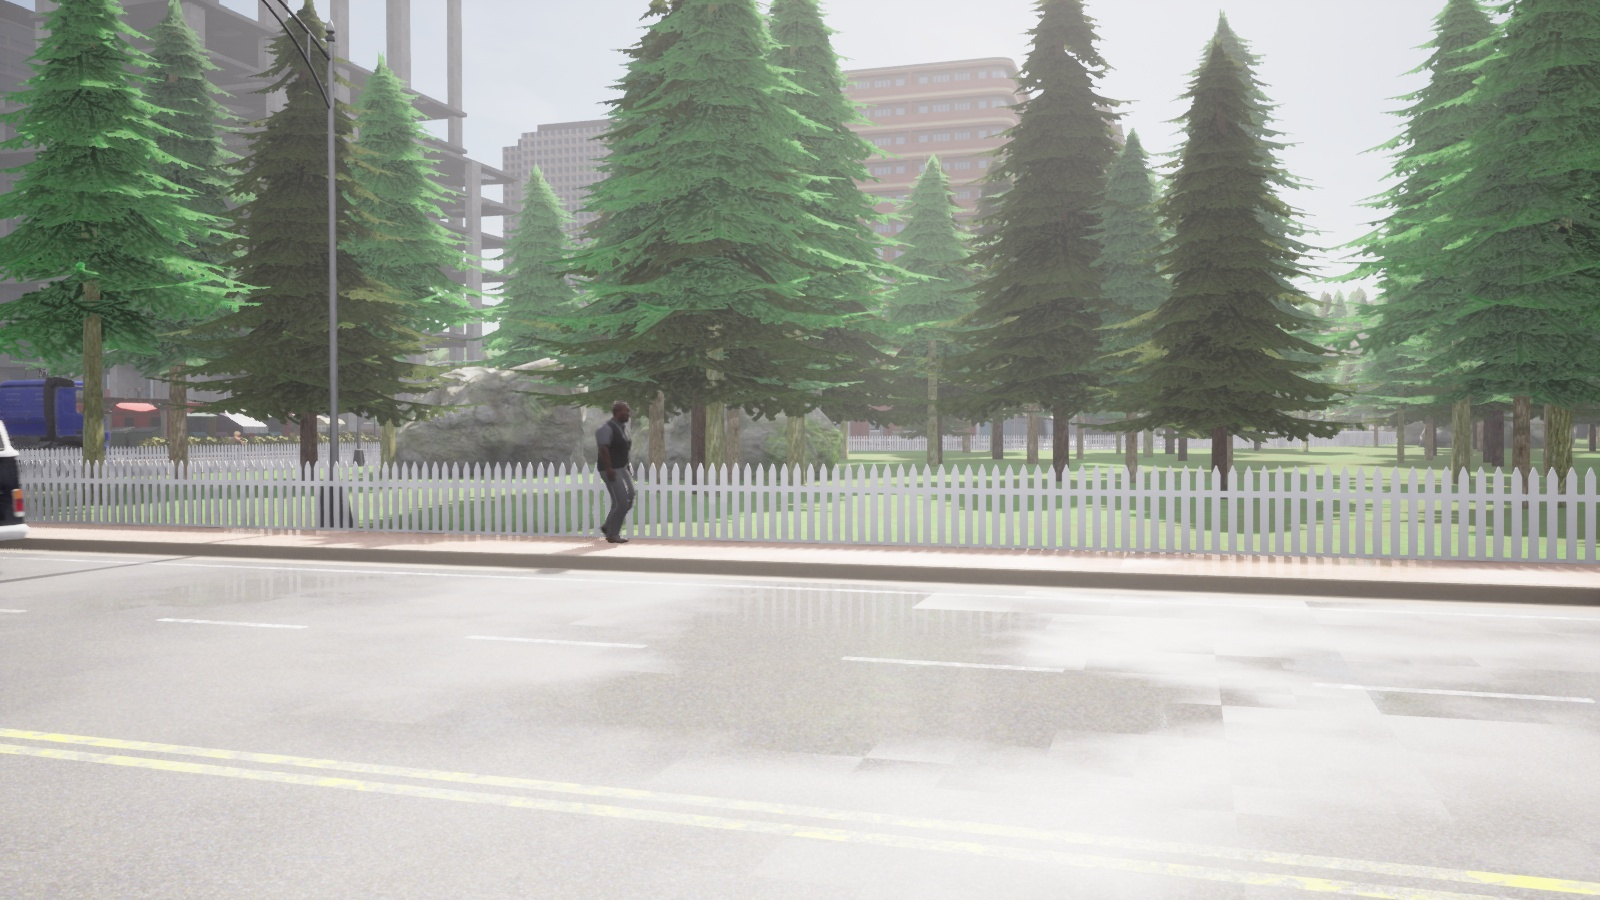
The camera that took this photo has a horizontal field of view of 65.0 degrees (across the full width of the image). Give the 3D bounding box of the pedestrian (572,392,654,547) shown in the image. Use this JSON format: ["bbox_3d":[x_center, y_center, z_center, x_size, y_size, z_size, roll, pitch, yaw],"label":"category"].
[{"bbox_3d":[-2.323,0.226,15.646,0.849,1.883,0.563,1,1,18],"label":"pedestrian"}]

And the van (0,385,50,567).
[{"bbox_3d":[-11.177,0.278,14.337,4.480,2.038,2.069,1,1,19],"label":"van"}]

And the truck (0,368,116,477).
[{"bbox_3d":[-26.611,-0.907,40.791,2.891,3.462,7.936,0,1,17],"label":"truck"}]
